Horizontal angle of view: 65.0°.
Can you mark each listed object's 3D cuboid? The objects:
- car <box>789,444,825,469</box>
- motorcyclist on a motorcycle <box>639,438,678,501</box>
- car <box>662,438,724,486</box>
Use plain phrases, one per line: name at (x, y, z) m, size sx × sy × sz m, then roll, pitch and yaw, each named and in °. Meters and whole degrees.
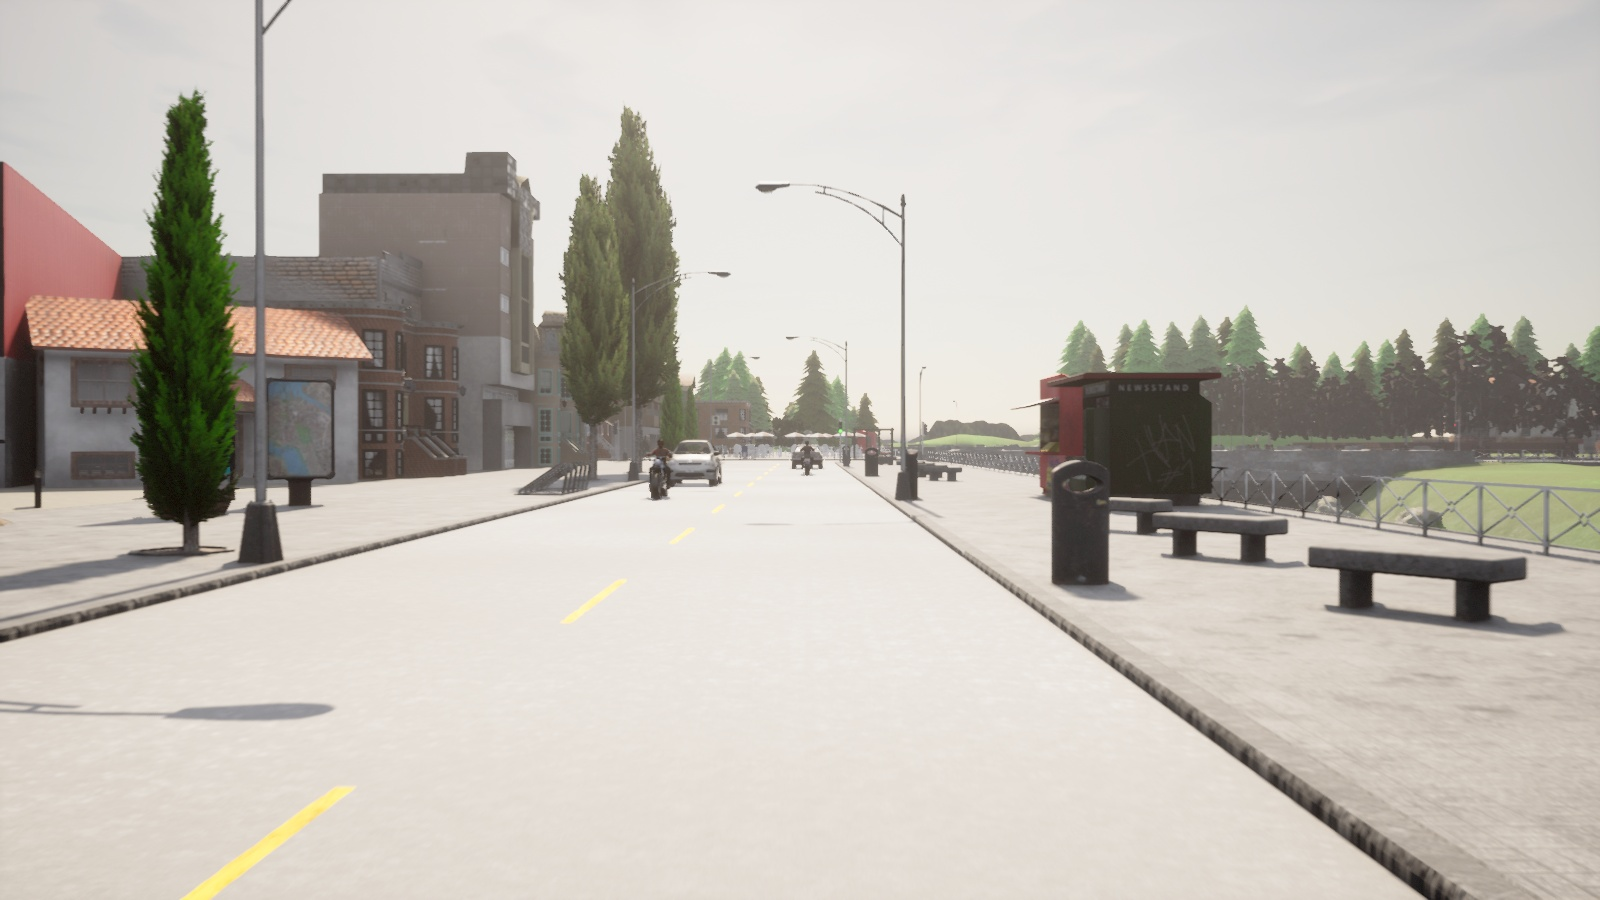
car at (0.424, 0.377, 73.983) m, size 2.033 × 1.411 × 5.357 m, roll 0°, pitch 0°, yaw 0°
motorcyclist on a motorcycle at (-3.797, 0.503, 33.815) m, size 0.766 × 1.649 × 2.350 m, roll 0°, pitch 0°, yaw 0°
car at (-3.738, 0.391, 44.459) m, size 1.851 × 1.617 × 3.988 m, roll 0°, pitch 0°, yaw 0°
